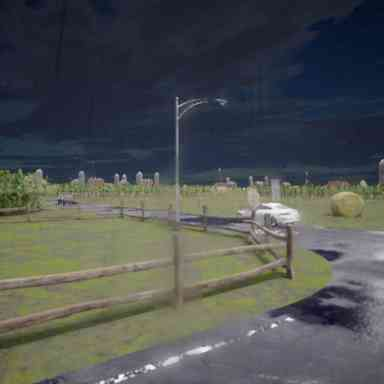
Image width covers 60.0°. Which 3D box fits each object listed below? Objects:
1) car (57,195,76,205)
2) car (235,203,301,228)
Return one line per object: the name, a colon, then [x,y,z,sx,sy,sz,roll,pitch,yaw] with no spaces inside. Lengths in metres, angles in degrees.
car: [-18.879,1.162,49.828,1.837,1.490,4.892,-1,1,-36]
car: [4.816,1.422,21.597,1.812,1.442,4.674,-1,1,-35]
